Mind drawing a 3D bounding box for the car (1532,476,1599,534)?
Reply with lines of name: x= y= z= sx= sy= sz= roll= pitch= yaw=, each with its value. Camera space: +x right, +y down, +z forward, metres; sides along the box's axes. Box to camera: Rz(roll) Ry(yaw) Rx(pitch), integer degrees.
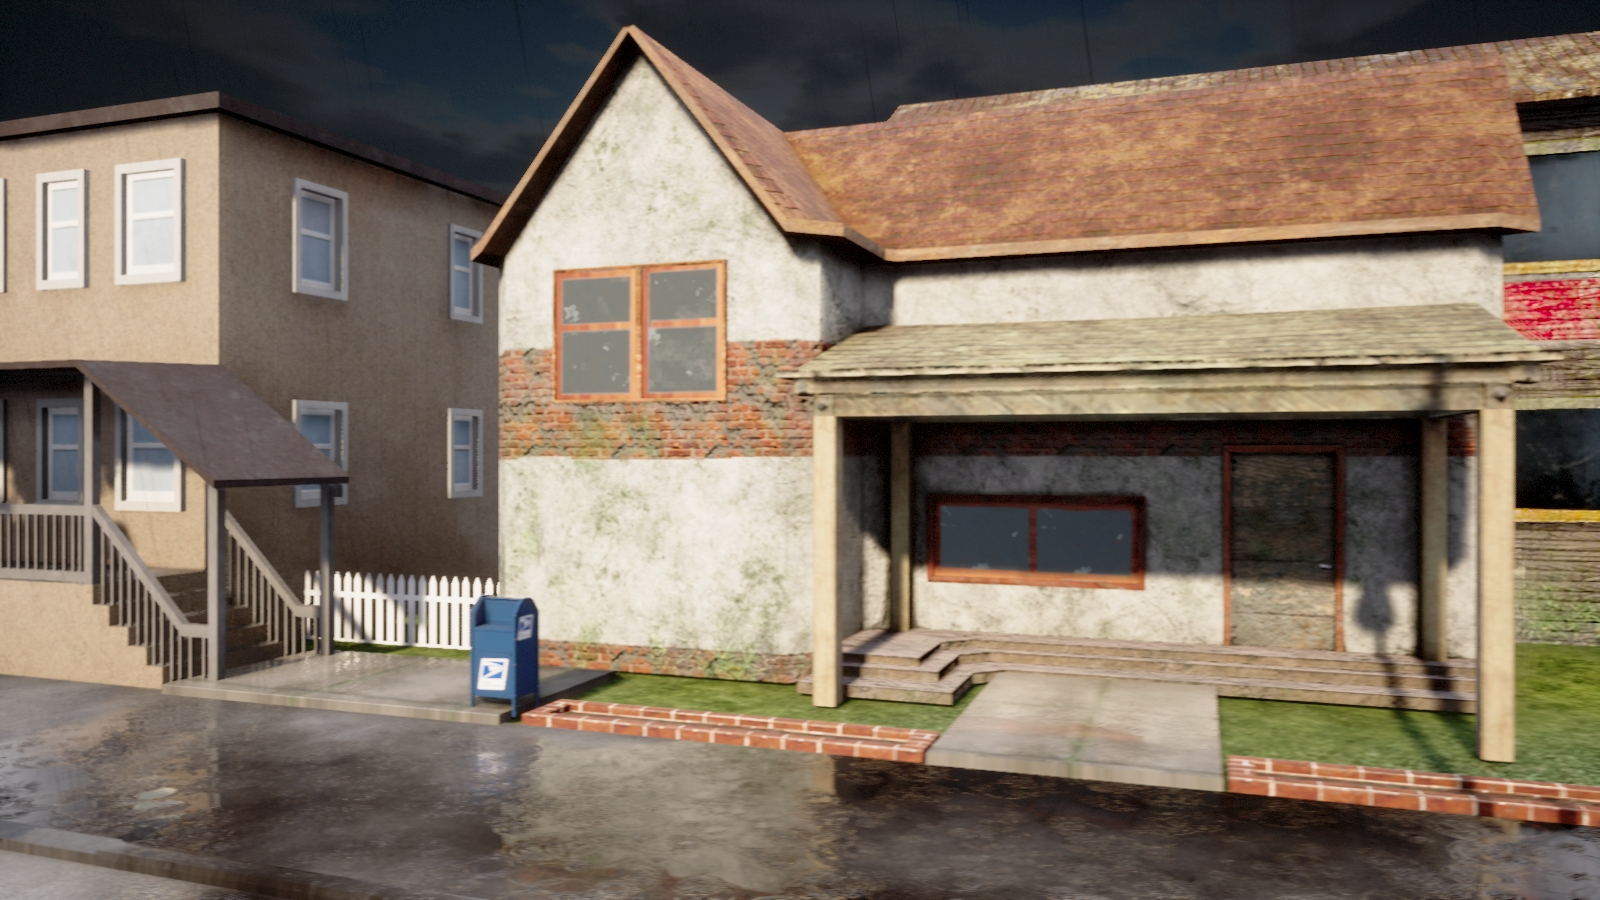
car: x=25.661 y=1.747 z=37.106 sx=2.242 sy=1.667 sz=4.611 roll=0 pitch=0 yaw=20
